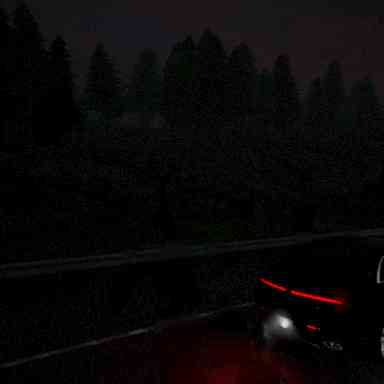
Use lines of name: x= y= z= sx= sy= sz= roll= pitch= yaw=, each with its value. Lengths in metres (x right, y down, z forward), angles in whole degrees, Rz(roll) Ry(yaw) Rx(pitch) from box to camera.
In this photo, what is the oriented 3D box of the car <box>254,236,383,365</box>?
car: x=3.266 y=1.556 z=5.911 sx=4.892 sy=1.490 sz=1.837 roll=1 pitch=0 yaw=-34
